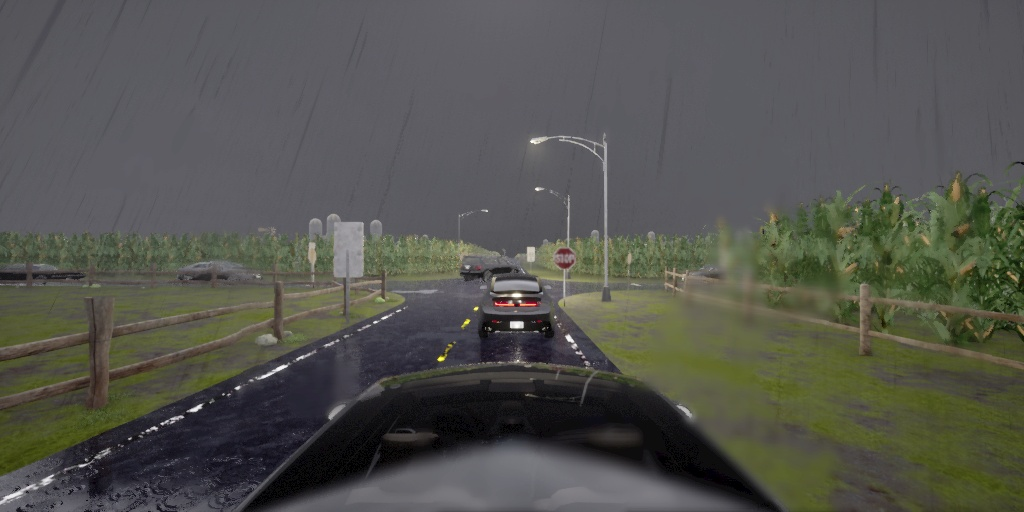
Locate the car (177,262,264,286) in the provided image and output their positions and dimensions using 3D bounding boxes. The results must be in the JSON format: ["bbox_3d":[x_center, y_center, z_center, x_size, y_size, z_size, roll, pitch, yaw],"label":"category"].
[{"bbox_3d":[-18.854,1.123,23.328,4.902,1.511,2.128,0,-1,1],"label":"car"}]

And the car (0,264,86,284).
[{"bbox_3d":[-31.120,1.168,23.466,4.718,1.301,1.895,0,-1,1],"label":"car"}]

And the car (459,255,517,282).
[{"bbox_3d":[-1.700,0.969,28.431,2.150,2.045,5.566,1,1,37],"label":"car"}]

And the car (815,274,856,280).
[{"bbox_3d":[24.706,1.484,25.792,5.357,1.411,2.033,0,-1,1],"label":"car"}]

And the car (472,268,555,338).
[{"bbox_3d":[0.108,1.256,10.248,1.837,1.490,4.892,0,0,0],"label":"car"}]

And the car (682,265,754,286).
[{"bbox_3d":[14.874,1.361,25.897,4.902,1.511,2.128,0,-1,1],"label":"car"}]
